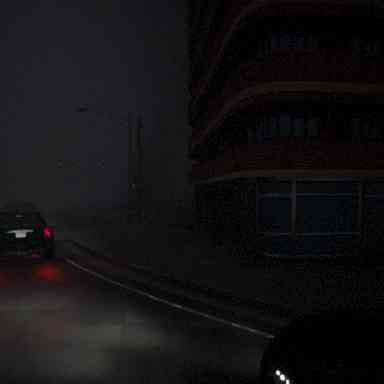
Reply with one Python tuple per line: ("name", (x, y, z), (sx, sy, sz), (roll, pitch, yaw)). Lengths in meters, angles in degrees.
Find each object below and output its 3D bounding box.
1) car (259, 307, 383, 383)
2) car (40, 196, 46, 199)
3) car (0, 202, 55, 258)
("car", (2.848, 1.493, 2.092), (4.902, 1.511, 2.128), (0, 0, 34))
("car", (-10.115, 1.352, 20.019), (2.097, 1.767, 4.553), (0, 0, -20))
("car", (-6.499, 1.354, 12.081), (2.097, 1.767, 4.553), (0, 0, -34))
